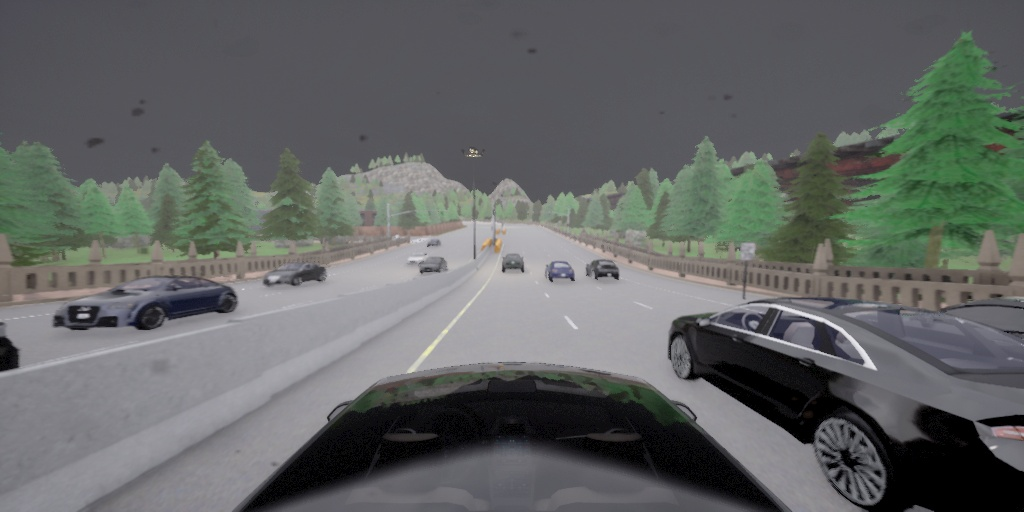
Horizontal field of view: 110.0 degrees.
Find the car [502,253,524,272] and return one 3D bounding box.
[{"bbox_3d":[0.099,0.489,35.765,2.097,1.767,4.553,0,4,0],"label":"car"}]

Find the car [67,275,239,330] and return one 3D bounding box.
[{"bbox_3d":[-10.598,1.296,10.856,1.994,1.385,4.181,0,0,0],"label":"car"}]

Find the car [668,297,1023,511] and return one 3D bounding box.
[{"bbox_3d":[3.600,1.237,4.282,2.128,1.511,4.902,0,0,0],"label":"car"}]

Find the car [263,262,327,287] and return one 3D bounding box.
[{"bbox_3d":[-14.097,1.154,23.599,2.128,1.511,4.902,0,1,0],"label":"car"}]

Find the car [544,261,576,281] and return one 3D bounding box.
[{"bbox_3d":[3.599,1.089,27.374,1.812,1.442,4.674,0,2,0],"label":"car"}]

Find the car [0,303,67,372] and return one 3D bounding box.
[{"bbox_3d":[-7.099,1.240,2.378,2.128,1.511,4.902,0,0,0],"label":"car"}]

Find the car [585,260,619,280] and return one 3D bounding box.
[{"bbox_3d":[7.099,1.029,28.548,1.837,1.490,4.892,0,2,0],"label":"car"}]

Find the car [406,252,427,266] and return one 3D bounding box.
[{"bbox_3d":[-10.580,0.281,40.706,1.812,1.442,4.674,0,5,0],"label":"car"}]

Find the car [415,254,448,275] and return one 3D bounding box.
[{"bbox_3d":[-7.093,0.825,32.806,1.837,1.490,4.892,0,3,0],"label":"car"}]

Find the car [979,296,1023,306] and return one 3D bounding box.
[{"bbox_3d":[7.100,1.271,4.833,1.812,1.442,4.674,0,0,0],"label":"car"}]
